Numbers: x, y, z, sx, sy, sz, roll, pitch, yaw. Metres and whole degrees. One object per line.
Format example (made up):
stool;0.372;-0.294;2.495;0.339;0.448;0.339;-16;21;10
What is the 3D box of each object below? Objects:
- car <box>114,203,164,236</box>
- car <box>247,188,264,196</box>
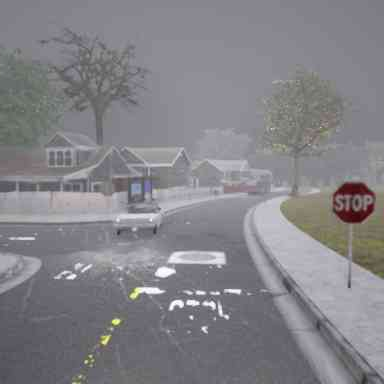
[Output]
car;-2.495;1.232;16.429;1.895;1.301;4.718;-1;2;-1
car;11.008;0.021;57.445;1.895;1.301;4.718;2;2;26
